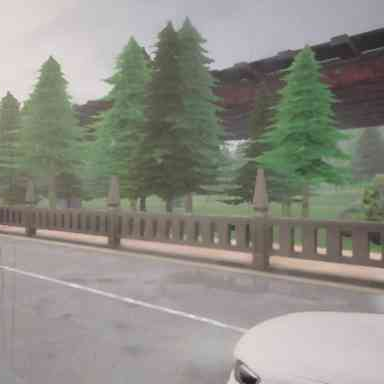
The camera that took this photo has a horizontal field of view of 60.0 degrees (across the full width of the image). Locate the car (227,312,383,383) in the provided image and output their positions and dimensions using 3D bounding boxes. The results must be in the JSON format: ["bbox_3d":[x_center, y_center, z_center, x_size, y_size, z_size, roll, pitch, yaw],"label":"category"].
[{"bbox_3d":[2.482,1.523,2.220,4.674,1.442,1.812,0,0,36],"label":"car"}]
